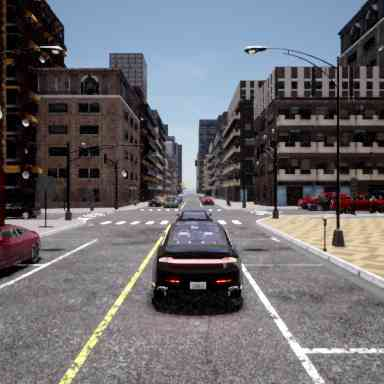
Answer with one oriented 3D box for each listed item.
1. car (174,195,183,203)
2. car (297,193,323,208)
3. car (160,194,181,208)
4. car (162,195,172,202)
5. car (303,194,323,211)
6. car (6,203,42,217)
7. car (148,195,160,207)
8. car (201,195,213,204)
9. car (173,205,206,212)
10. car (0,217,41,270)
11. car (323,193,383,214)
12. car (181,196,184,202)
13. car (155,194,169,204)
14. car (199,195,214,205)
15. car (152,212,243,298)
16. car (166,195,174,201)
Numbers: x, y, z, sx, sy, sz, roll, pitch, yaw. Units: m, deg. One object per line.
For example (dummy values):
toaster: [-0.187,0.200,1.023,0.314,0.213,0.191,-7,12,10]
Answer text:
car: [-2.923,1.508,74.355,1.882,1.535,5.008,0,0,0]
car: [14.598,1.015,37.595,5.009,1.841,2.192,-1,1,0]
car: [-3.015,1.365,48.248,2.097,1.767,4.553,0,0,0]
car: [-5.613,1.471,74.031,1.967,1.590,4.097,0,0,0]
car: [14.603,1.230,35.024,4.674,1.442,1.812,-1,0,0]
car: [-16.850,1.796,31.576,4.892,1.490,1.837,-1,0,0]
car: [-5.637,1.581,51.301,1.947,1.339,4.313,0,0,0]
car: [2.755,1.462,62.659,1.967,1.590,4.097,0,0,0]
car: [0.116,1.565,17.099,1.994,1.385,4.181,0,0,0]
car: [-5.732,1.582,9.277,1.802,1.307,4.206,0,0,0]
car: [14.724,1.029,29.217,5.009,1.841,2.192,-1,1,0]
car: [-3.013,1.620,59.774,1.895,1.301,4.718,0,0,0]
car: [-5.626,1.337,62.666,2.192,1.841,5.009,0,0,0]
car: [2.748,1.458,56.976,1.967,1.590,4.097,0,0,0]
car: [0.111,1.491,8.484,2.128,1.511,4.902,0,0,0]
car: [-5.601,1.481,85.396,1.967,1.590,4.097,0,0,0]
